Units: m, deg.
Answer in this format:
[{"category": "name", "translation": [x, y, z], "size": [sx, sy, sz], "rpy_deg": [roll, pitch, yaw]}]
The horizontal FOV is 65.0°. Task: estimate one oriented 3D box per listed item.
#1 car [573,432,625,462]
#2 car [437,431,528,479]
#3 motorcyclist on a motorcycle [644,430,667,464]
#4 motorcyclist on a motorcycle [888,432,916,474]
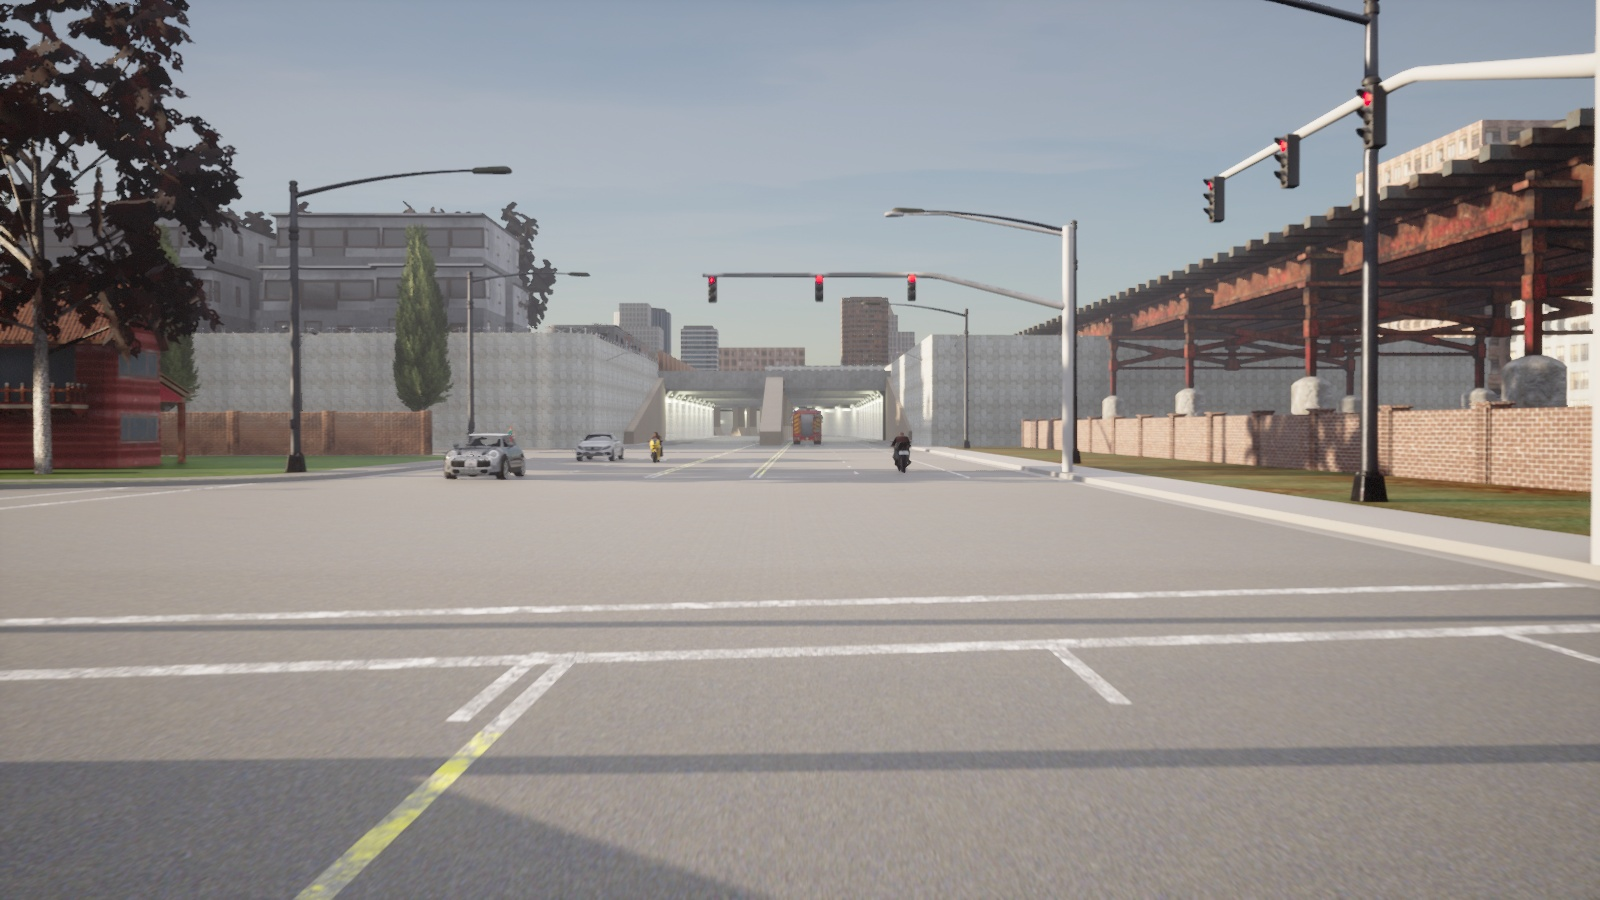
[{"category": "car", "translation": [-10.104, -0.199, 63.452], "size": [1.812, 1.442, 4.674], "rpy_deg": [0, 1, 1]}, {"category": "car", "translation": [-10.259, 0.140, 40.834], "size": [1.970, 1.475, 3.806], "rpy_deg": [0, 1, 0]}, {"category": "motorcyclist on a motorcycle", "translation": [-6.664, -0.149, 58.051], "size": [0.797, 1.523, 2.044], "rpy_deg": [0, 1, 0]}, {"category": "motorcyclist on a motorcycle", "translation": [3.773, 0.099, 46.650], "size": [0.866, 1.530, 2.191], "rpy_deg": [0, 1, 0]}]
